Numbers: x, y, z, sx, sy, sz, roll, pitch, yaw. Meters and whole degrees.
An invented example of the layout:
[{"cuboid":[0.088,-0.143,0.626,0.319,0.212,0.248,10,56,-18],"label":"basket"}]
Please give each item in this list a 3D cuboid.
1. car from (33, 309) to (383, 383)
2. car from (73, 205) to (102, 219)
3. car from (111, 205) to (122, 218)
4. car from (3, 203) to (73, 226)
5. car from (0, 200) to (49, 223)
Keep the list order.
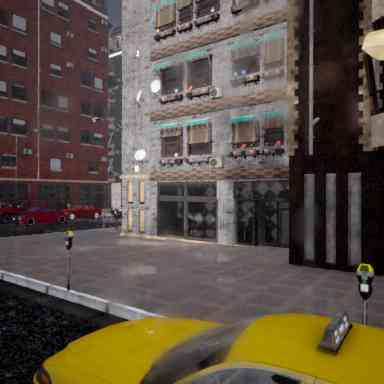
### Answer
[{"cuboid":[0.736,1.525,2.350,4.829,1.417,1.752,0,0,36],"label":"car"},{"cuboid":[-10.854,1.924,32.288,1.887,1.381,4.507,-1,-2,35],"label":"car"},{"cuboid":[-5.857,1.700,34.829,2.150,2.045,5.566,0,-1,35],"label":"car"},{"cuboid":[-12.004,1.851,26.174,1.994,1.385,4.181,0,-1,35],"label":"car"},{"cuboid":[-14.151,1.591,27.650,2.192,1.841,5.009,-1,-2,35],"label":"car"}]
